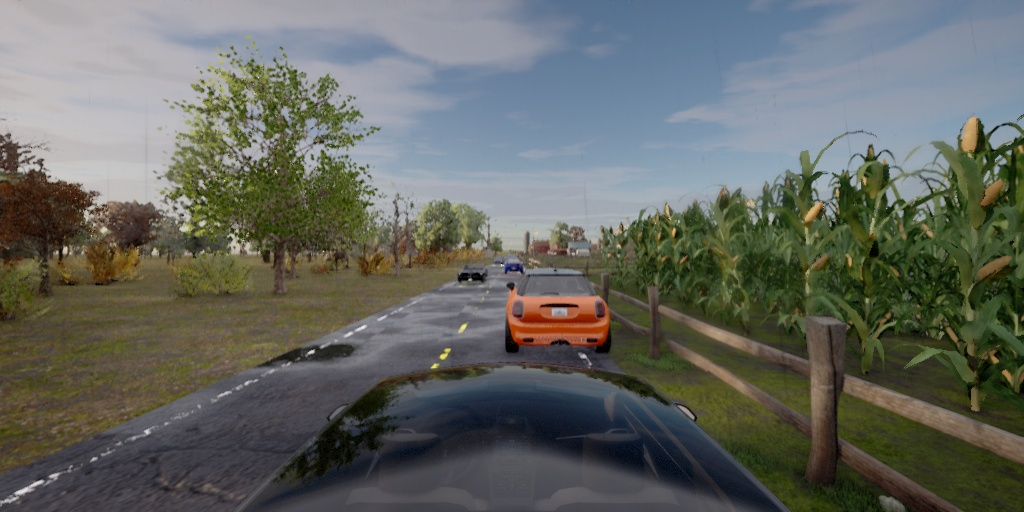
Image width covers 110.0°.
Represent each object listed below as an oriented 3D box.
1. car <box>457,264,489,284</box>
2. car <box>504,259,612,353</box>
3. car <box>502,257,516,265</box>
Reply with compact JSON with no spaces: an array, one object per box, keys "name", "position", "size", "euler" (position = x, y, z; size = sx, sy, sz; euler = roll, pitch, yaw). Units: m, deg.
[{"name":"car","position":[-2.764,1.243,25.997],"size":[1.895,1.301,4.718],"euler":[0,0,0]},{"name":"car","position":[0.931,1.072,8.919],"size":[2.097,1.767,4.553],"euler":[0,0,1]},{"name":"car","position":[0.210,1.056,38.768],"size":[1.882,1.535,5.008],"euler":[0,0,1]}]
